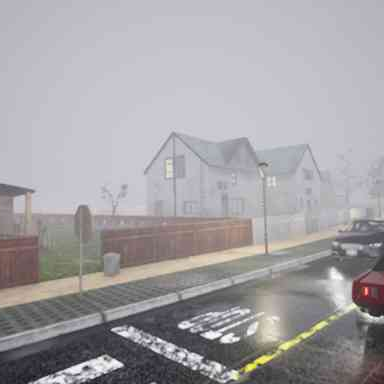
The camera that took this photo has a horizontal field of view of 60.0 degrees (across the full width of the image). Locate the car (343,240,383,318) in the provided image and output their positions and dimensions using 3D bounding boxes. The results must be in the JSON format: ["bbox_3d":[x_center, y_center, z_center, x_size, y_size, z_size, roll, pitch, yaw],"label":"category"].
[{"bbox_3d":[5.051,1.721,6.818,4.718,1.301,1.895,1,-4,-45],"label":"car"}]

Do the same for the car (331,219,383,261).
[{"bbox_3d":[7.143,1.852,13.210,2.128,1.511,4.902,-4,-4,43],"label":"car"}]
